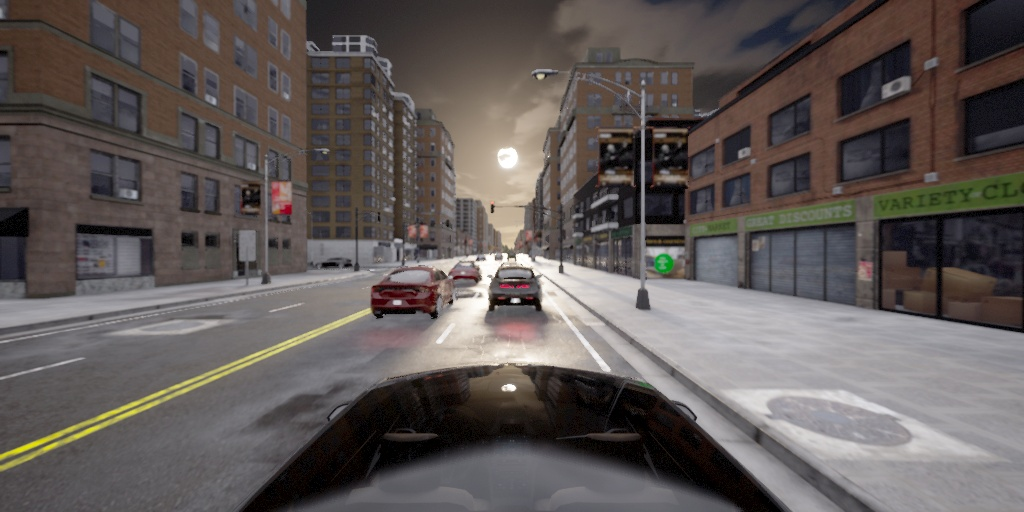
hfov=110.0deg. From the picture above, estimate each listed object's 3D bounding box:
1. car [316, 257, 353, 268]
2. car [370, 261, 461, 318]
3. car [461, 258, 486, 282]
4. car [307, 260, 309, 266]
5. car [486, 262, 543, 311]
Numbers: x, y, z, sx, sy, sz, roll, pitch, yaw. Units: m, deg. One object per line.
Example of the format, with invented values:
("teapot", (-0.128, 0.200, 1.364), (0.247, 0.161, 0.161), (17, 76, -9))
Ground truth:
("car", (-22.175, 0.810, 44.825), (4.313, 1.339, 1.948), (0, 0, 0))
("car", (-3.155, 1.096, 12.303), (1.882, 1.535, 5.008), (0, 1, 0))
("car", (-3.160, 1.026, 25.050), (1.994, 1.385, 4.181), (0, 1, -1))
("car", (-27.837, 0.795, 44.847), (4.403, 1.370, 2.007), (0, 0, 0))
("car", (0.095, 1.108, 13.555), (1.837, 1.490, 4.892), (0, 1, 0))
